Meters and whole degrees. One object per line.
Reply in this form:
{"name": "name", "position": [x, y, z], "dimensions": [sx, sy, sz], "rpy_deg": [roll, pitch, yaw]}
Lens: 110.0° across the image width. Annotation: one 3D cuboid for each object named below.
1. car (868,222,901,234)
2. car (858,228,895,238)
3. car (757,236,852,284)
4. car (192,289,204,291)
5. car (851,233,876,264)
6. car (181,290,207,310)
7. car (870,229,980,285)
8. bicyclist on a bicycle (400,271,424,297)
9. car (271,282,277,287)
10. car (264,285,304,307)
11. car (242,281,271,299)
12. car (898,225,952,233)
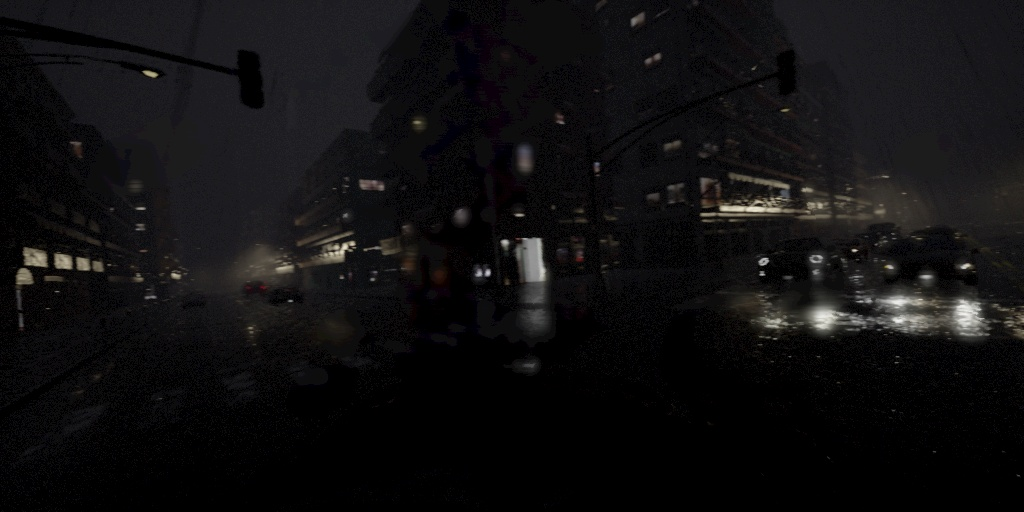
{"name": "car", "position": [33.886, -2.021, 32.775], "dimensions": [5.566, 2.045, 2.150], "rpy_deg": [-5, 0, -40]}
{"name": "car", "position": [25.843, -1.001, 26.053], "dimensions": [5.357, 1.411, 2.033], "rpy_deg": [-5, 0, -40]}
{"name": "car", "position": [11.488, 0.043, 14.199], "dimensions": [4.553, 1.767, 2.097], "rpy_deg": [-5, 0, -40]}
{"name": "car", "position": [-35.076, 4.769, 39.806], "dimensions": [1.967, 1.591, 4.097], "rpy_deg": [0, 0, -41]}
{"name": "car", "position": [18.409, -0.306, 19.936], "dimensions": [4.718, 1.301, 1.895], "rpy_deg": [-5, 0, -39]}
{"name": "car", "position": [-31.455, 4.539, 35.548], "dimensions": [1.802, 1.307, 4.207], "rpy_deg": [0, 0, -41]}
{"name": "car", "position": [13.709, 0.056, 11.813], "dimensions": [5.357, 1.411, 2.033], "rpy_deg": [-5, 0, -40]}
{"name": "bicyclist on a bicycle", "position": [-6.442, 1.772, 23.001], "dimensions": [1.656, 1.620, 0.582], "rpy_deg": [-4, -1, -41]}
{"name": "car", "position": [-32.471, 4.643, 49.596], "dimensions": [1.751, 1.417, 4.829], "rpy_deg": [0, 0, -41]}
{"name": "car", "position": [-18.206, 3.240, 28.781], "dimensions": [1.895, 1.301, 4.718], "rpy_deg": [-5, 0, -40]}
{"name": "car", "position": [-33.529, 4.431, 46.739], "dimensions": [2.150, 2.045, 5.566], "rpy_deg": [-5, -1, -40]}
{"name": "car", "position": [21.023, -0.619, 17.893], "dimensions": [4.892, 1.490, 1.837], "rpy_deg": [-5, 0, -39]}
